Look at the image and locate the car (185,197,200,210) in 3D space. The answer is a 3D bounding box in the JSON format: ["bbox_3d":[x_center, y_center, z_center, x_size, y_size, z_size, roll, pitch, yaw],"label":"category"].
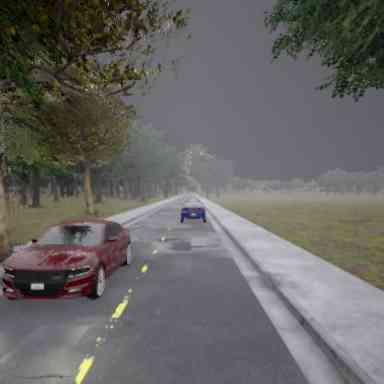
[{"bbox_3d":[0.101,1.473,43.391,1.812,1.442,4.674,0,0,0],"label":"car"}]

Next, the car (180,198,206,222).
[{"bbox_3d":[0.097,1.444,26.249,1.882,1.535,5.008,0,0,0],"label":"car"}]

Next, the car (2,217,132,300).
[{"bbox_3d":[-2.835,1.465,8.618,1.882,1.535,5.008,0,0,0],"label":"car"}]
